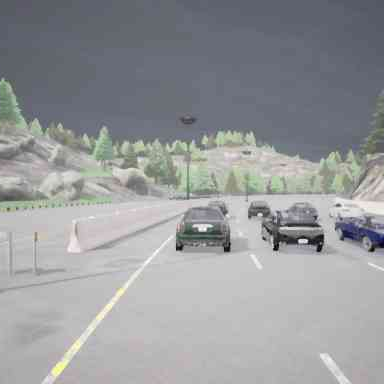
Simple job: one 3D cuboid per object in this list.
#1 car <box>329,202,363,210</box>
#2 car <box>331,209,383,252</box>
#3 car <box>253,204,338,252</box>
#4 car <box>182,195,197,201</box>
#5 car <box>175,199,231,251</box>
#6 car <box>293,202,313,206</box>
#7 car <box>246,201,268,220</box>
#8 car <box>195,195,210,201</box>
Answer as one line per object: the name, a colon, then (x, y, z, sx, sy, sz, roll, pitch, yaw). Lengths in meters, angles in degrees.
car: (12.576, 1.533, 27.145, 1.812, 1.442, 4.674, 0, 0, 9)
car: (7.531, 1.616, 13.718, 1.895, 1.301, 4.718, 0, 0, 4)
car: (4.039, 1.495, 13.951, 2.128, 1.511, 4.902, 0, 0, 4)
car: (-0.626, 1.543, 82.340, 1.895, 1.301, 4.718, 0, 0, 23)
car: (0.546, 1.366, 14.185, 2.097, 1.767, 4.553, 0, 0, 4)
car: (9.116, 1.563, 27.671, 2.033, 1.411, 5.357, 0, 0, 9)
car: (5.655, 1.516, 28.196, 1.837, 1.490, 4.892, 0, 0, 9)
car: (2.586, 1.430, 80.952, 1.882, 1.535, 5.008, 0, 0, 23)
